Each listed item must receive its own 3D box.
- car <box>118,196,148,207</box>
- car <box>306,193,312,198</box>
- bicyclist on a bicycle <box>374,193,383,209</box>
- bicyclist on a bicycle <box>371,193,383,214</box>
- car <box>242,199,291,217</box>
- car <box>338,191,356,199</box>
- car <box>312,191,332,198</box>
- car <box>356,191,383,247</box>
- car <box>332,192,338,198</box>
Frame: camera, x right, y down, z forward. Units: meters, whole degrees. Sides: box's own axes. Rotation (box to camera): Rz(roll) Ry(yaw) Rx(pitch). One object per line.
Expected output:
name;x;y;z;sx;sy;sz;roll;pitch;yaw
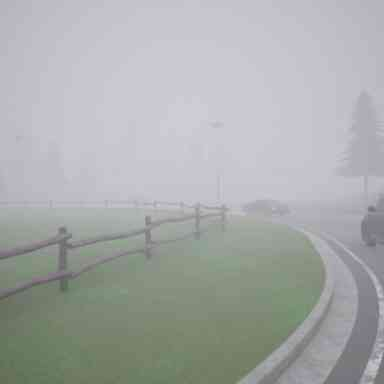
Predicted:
car;-8.685;1.365;48.910;4.892;1.490;1.837;-1;0;32
car;27.578;0.604;74.244;4.674;1.442;1.812;-1;0;-21
bicyclist on a bicycle;15.063;0.890;25.585;1.656;1.620;0.582;-1;0;-13
bicyclist on a bicycle;14.949;0.889;26.063;1.656;1.620;0.582;-1;0;-14
car;6.197;1.273;28.355;2.033;1.411;5.357;-1;0;-19
car;31.310;0.599;64.429;4.674;1.442;1.812;-1;0;-21
car;28.821;0.556;70.972;5.008;1.535;1.882;-1;0;-21
car;7.131;1.040;10.578;2.150;2.045;5.566;-1;1;15
car;32.203;0.574;68.514;5.357;1.411;2.033;-1;0;-21
